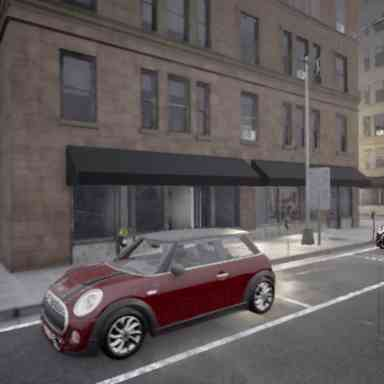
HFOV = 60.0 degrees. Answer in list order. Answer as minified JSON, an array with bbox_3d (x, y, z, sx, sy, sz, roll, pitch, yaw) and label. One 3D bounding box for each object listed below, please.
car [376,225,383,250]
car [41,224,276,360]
[{"bbox_3d":[8.738,1.376,12.615,4.097,1.590,1.967,0,0,-36],"label":"car"},{"bbox_3d":[-0.435,1.446,5.908,4.097,1.590,1.967,0,0,-36],"label":"car"}]
